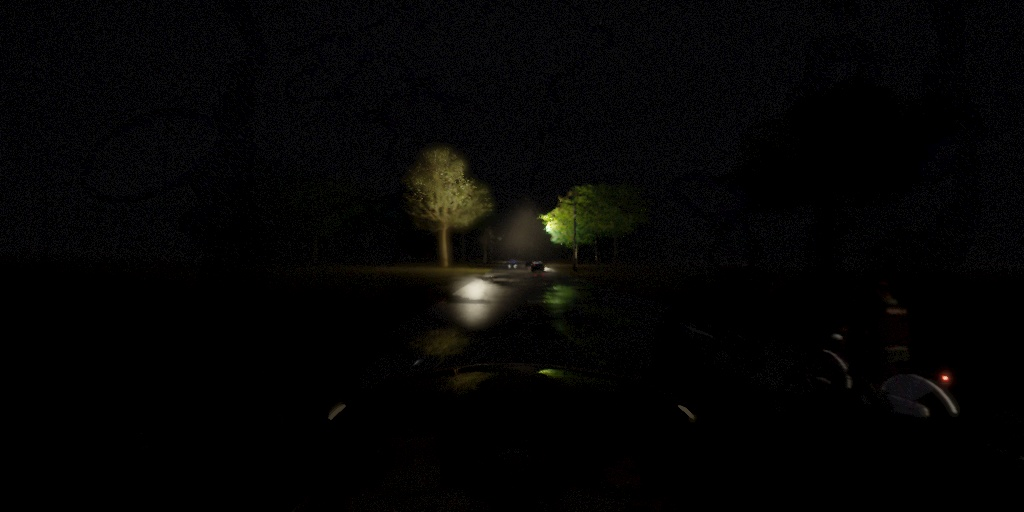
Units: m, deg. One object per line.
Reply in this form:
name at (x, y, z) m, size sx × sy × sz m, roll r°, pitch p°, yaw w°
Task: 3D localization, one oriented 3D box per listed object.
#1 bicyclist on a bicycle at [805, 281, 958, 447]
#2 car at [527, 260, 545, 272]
bicyclist on a bicycle at (4.443, 1.189, 4.518) m, size 0.659 × 1.776 × 1.843 m, roll 1°, pitch 0°, yaw 0°
car at (3.631, 1.494, 51.222) m, size 2.128 × 1.511 × 4.902 m, roll 1°, pitch 0°, yaw 0°
